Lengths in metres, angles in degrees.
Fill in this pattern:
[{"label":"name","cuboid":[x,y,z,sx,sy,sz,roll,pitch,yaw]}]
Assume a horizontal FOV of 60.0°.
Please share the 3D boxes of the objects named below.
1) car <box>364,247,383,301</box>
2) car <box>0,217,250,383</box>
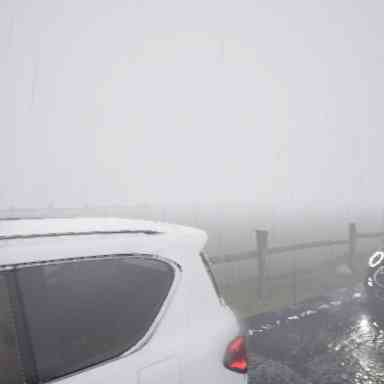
[{"label":"car","cuboid":[5.719,1.355,7.192,4.553,1.767,2.097,0,0,-36]},{"label":"car","cuboid":[-2.171,1.228,1.502,5.566,2.045,2.150,0,0,-36]}]
